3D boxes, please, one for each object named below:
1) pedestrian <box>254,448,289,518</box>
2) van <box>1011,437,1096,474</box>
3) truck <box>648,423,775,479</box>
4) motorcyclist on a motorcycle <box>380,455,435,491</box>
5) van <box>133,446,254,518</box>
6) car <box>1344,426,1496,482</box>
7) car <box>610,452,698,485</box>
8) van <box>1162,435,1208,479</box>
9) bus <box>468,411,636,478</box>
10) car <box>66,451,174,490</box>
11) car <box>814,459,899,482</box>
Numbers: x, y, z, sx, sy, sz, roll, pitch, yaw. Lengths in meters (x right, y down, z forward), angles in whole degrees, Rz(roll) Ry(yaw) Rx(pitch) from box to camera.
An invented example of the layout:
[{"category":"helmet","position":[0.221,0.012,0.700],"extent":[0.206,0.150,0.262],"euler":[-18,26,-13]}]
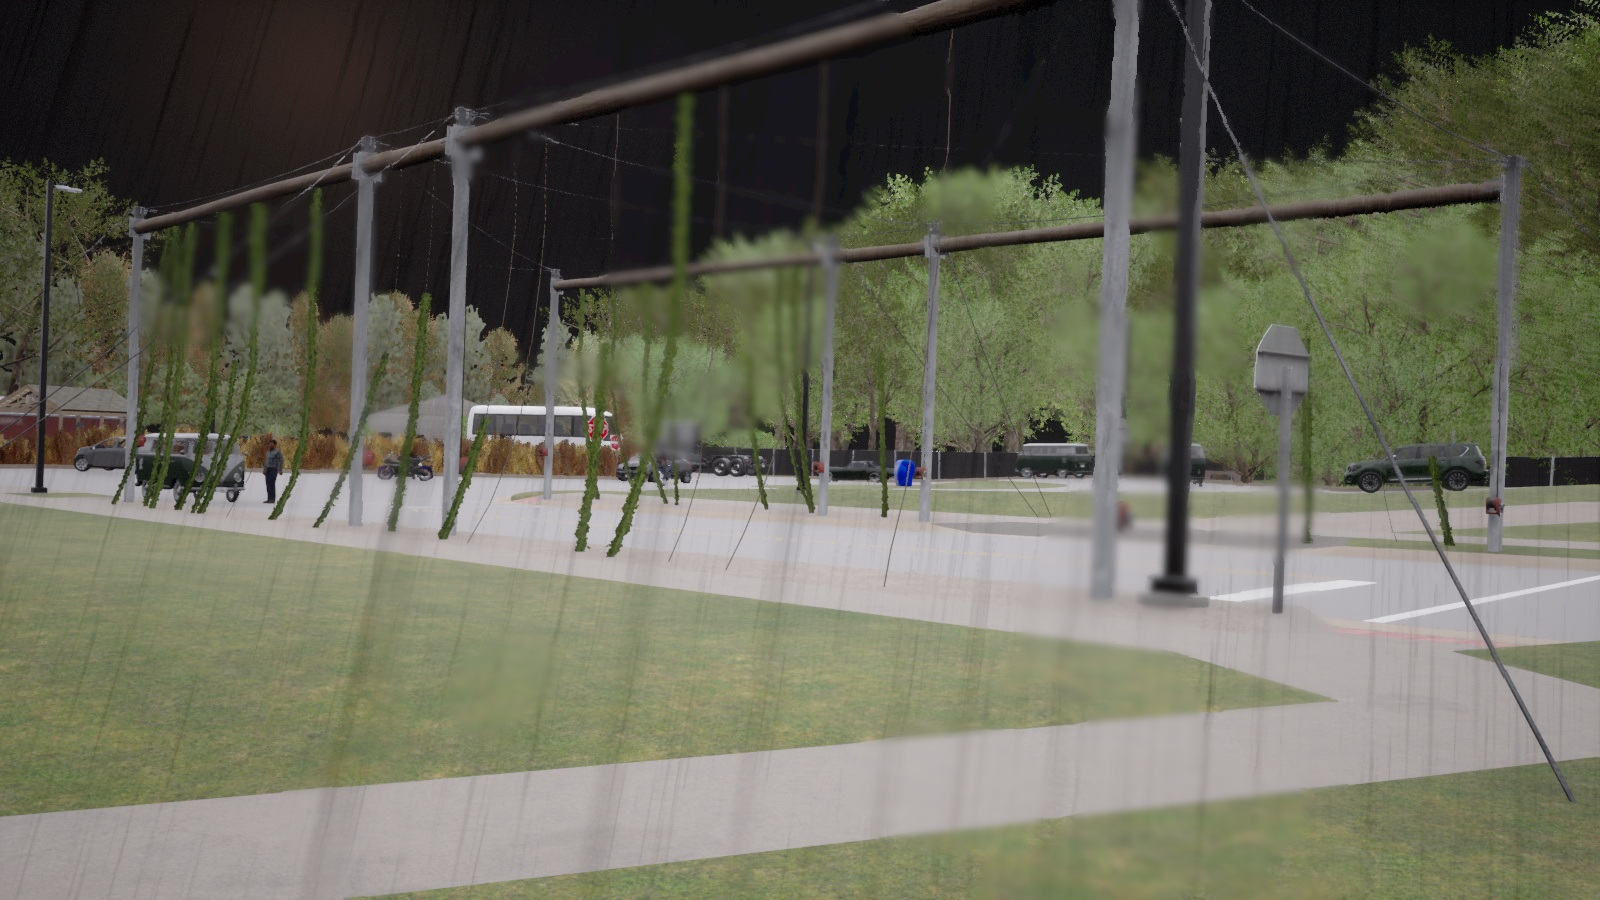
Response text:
[{"category":"pedestrian","position":[-15.067,0.925,35.820],"extent":[0.423,1.949,0.788],"euler":[1,0,30]},{"category":"van","position":[14.105,0.316,70.031],"extent":[1.775,1.987,4.442],"euler":[-1,-1,-40]},{"category":"truck","position":[-5.777,0.028,81.616],"extent":[7.936,3.462,2.891],"euler":[0,1,27]},{"category":"motorcyclist on a motorcycle","position":[-16.921,0.986,54.116],"extent":[2.191,1.530,0.866],"euler":[0,1,-21]},{"category":"van","position":[-17.794,0.878,36.759],"extent":[4.442,1.987,1.775],"euler":[0,0,44]},{"category":"car","position":[26.278,0.185,53.496],"extent":[5.566,2.045,2.150],"euler":[-3,-1,22]},{"category":"car","position":[-7.572,0.969,65.607],"extent":[2.242,1.667,4.611],"euler":[0,-1,30]},{"category":"van","position":[17.983,0.308,58.817],"extent":[1.775,1.987,4.442],"euler":[0,1,13]},{"category":"bus","position":[-16.411,-0.398,83.295],"extent":[10.273,4.253,3.944],"euler":[0,1,14]},{"category":"car","position":[-28.300,0.828,52.299],"extent":[3.633,1.501,1.845],"euler":[1,1,14]},{"category":"car","position":[3.397,1.228,74.783],"extent":[4.718,1.301,1.895],"euler":[-1,0,18]}]
